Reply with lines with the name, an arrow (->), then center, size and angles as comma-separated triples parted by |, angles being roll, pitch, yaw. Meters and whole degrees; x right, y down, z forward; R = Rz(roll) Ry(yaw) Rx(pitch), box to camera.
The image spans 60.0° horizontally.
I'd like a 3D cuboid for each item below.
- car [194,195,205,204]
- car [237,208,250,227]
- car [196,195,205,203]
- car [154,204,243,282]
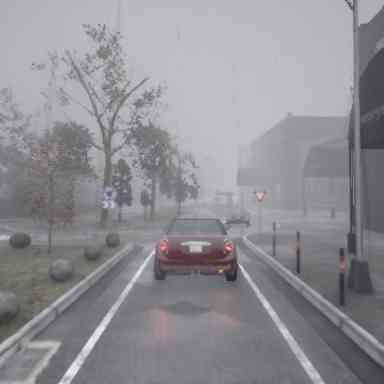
car -> 1.657, 1.903, 75.332 | 2.150, 2.045, 5.566 | 0, 0, 3
car -> 3.746, 2.035, 27.244 | 2.033, 1.411, 5.357 | 0, -2, 7
car -> 2.236, 1.796, 86.077 | 2.150, 2.045, 5.566 | 0, 0, 5
car -> 0.112, 1.411, 10.101 | 2.097, 1.767, 4.553 | 0, -1, 0
